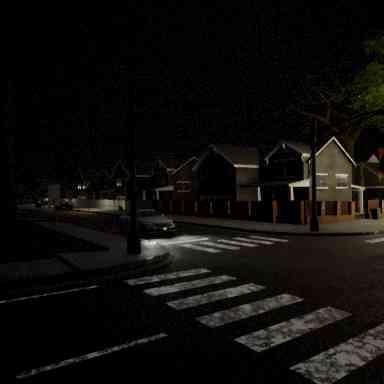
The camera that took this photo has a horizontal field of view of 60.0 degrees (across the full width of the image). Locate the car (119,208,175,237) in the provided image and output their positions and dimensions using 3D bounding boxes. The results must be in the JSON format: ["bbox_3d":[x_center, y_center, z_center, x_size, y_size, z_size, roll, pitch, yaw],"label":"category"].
[{"bbox_3d":[-2.805,1.718,19.735,1.812,1.442,4.674,-1,0,-35],"label":"car"}]

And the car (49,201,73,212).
[{"bbox_3d":[-18.332,1.986,47.222,2.128,1.511,4.902,-1,0,-35],"label":"car"}]

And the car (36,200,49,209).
[{"bbox_3d":[-26.072,2.156,58.373,2.128,1.511,4.902,-1,0,-35],"label":"car"}]
